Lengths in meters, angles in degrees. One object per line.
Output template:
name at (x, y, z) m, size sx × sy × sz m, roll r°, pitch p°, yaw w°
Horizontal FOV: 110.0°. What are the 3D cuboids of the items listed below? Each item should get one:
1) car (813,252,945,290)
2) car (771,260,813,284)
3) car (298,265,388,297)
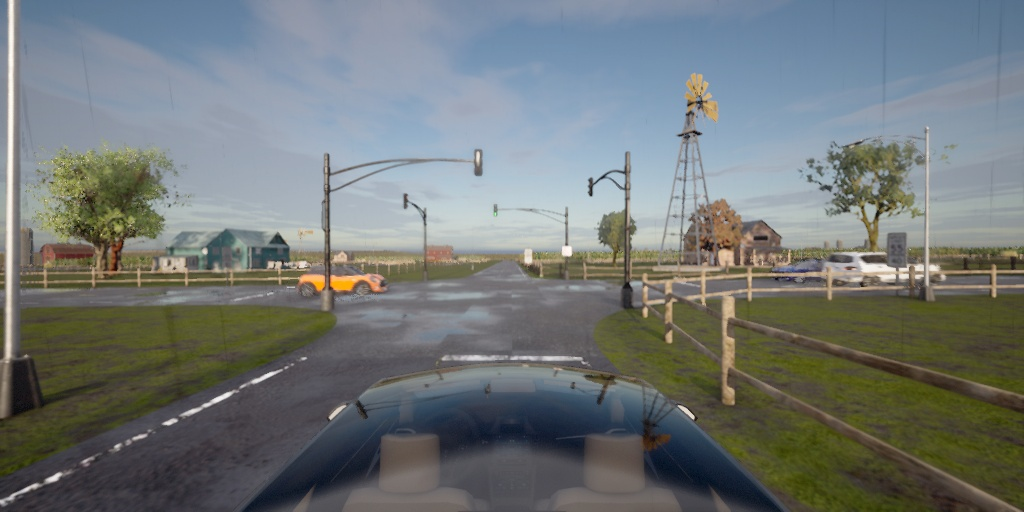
car at (20.966, 0.795, 20.424) m, size 5.566 × 2.045 × 2.150 m, roll -1°, pitch 1°, yaw 0°
car at (20.177, 1.003, 24.024) m, size 5.008 × 1.535 × 1.882 m, roll -1°, pitch 1°, yaw 0°
car at (-9.503, 1.322, 20.415) m, size 4.553 × 1.767 × 2.097 m, roll -1°, pitch 1°, yaw 0°
